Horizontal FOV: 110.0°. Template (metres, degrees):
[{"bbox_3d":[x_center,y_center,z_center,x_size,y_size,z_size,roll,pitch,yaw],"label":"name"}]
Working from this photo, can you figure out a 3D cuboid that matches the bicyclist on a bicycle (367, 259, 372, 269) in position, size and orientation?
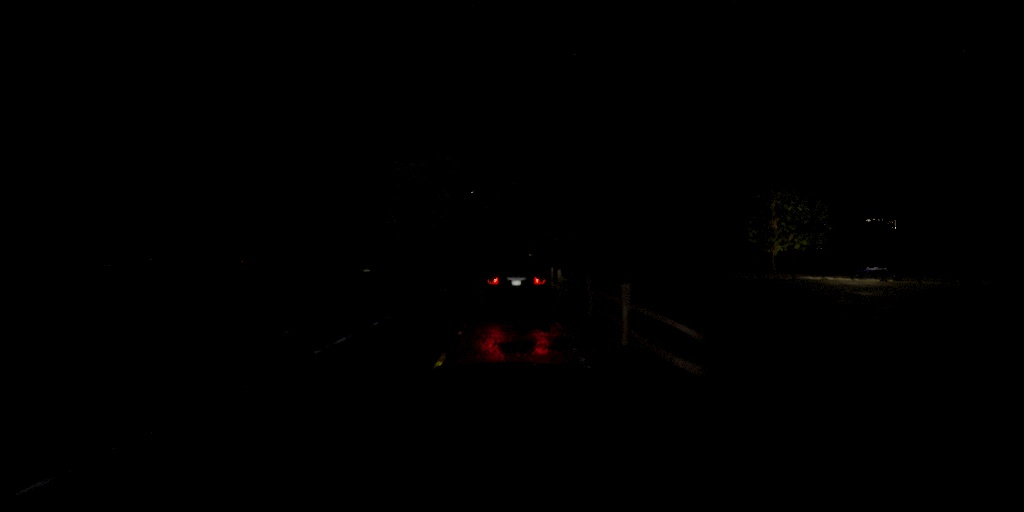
[{"bbox_3d":[-21.972,1.227,55.323,0.582,1.620,1.656,1,0,2],"label":"bicyclist on a bicycle"}]

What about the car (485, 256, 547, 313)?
[{"bbox_3d":[0.115,1.046,14.519,2.150,2.045,5.566,0,-1,-1],"label":"car"}]
